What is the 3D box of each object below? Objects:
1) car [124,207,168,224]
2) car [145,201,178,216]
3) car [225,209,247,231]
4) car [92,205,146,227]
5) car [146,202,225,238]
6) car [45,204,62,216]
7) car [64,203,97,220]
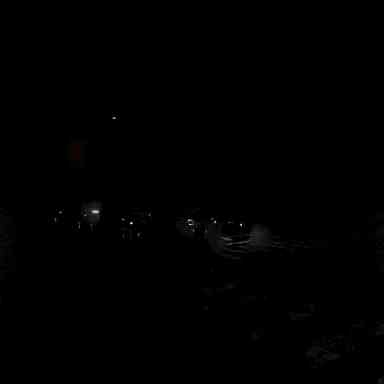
[{"bbox_3d":[-4.257,2.082,30.227,1.895,1.301,4.718,0,-1,-36],"label":"car"},{"bbox_3d":[-3.822,1.983,41.001,2.097,1.767,4.553,0,-1,-36],"label":"car"},{"bbox_3d":[1.570,1.801,22.234,1.837,1.490,4.892,0,-1,-36],"label":"car"},{"bbox_3d":[-6.108,2.009,27.255,2.033,1.411,5.357,0,-1,-35],"label":"car"},{"bbox_3d":[-0.532,1.637,19.600,2.097,1.767,4.553,0,-1,-36],"label":"car"},{"bbox_3d":[-17.768,2.332,43.309,2.128,1.511,4.902,0,-1,-36],"label":"car"},{"bbox_3d":[-11.942,2.214,35.269,1.994,1.385,4.181,0,-1,-35],"label":"car"}]
